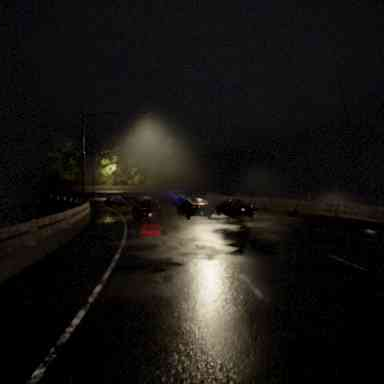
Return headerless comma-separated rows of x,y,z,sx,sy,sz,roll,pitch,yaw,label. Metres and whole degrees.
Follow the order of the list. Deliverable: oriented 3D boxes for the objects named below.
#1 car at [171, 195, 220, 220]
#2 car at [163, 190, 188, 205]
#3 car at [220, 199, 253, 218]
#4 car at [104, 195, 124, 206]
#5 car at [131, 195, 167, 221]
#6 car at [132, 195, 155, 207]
0.114,1.228,25.239,2.128,1.511,4.902,0,1,-14,car
-2.185,0.780,43.083,2.150,2.045,5.566,0,1,-23,car
3.331,1.272,26.954,1.994,1.385,4.181,0,1,-15,car
-10.344,1.134,44.141,1.994,1.385,4.181,0,1,-25,car
-3.384,1.256,24.821,1.837,1.490,4.892,0,1,-14,car
-6.446,1.123,44.068,1.994,1.385,4.181,0,1,-24,car
